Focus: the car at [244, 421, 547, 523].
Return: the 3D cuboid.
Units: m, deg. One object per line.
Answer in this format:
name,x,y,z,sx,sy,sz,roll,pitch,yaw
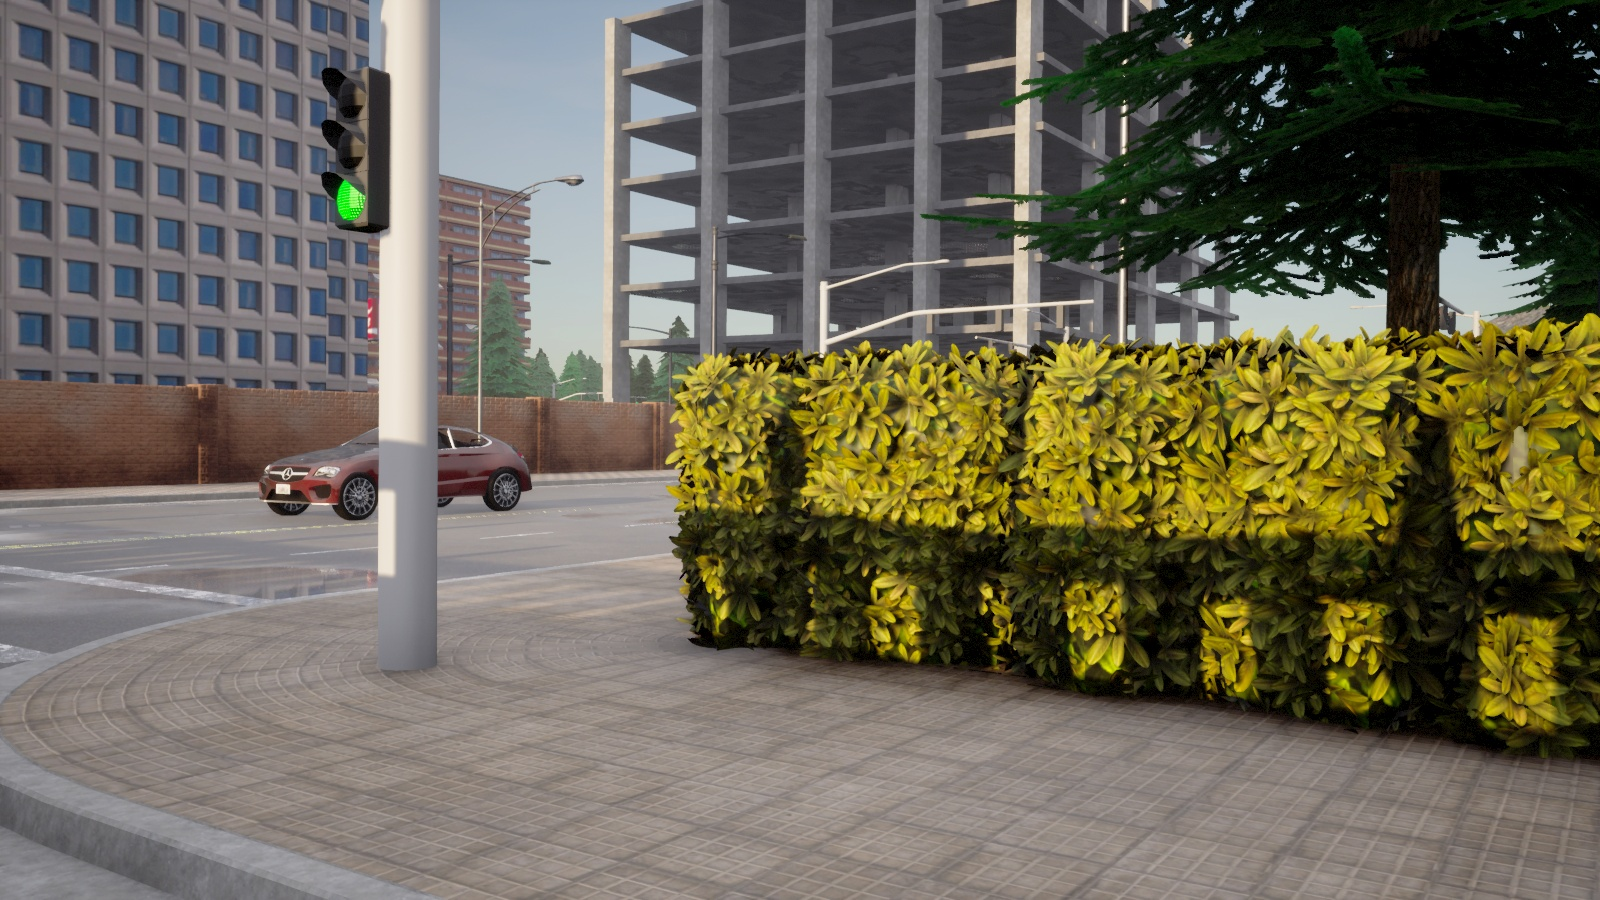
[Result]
car,-7.250,0.316,23.069,2.152,1.651,5.027,0,1,33
